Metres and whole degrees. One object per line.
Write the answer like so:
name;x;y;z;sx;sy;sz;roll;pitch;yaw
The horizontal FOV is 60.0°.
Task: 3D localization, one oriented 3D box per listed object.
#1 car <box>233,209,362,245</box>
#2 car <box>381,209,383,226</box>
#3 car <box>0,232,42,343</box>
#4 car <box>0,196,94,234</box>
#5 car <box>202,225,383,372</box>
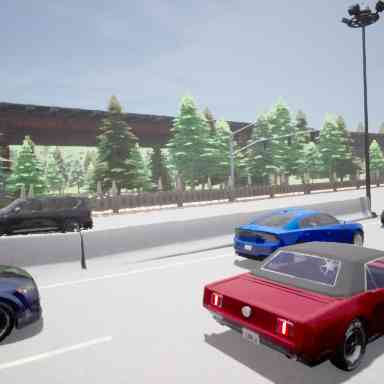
car;3.554;1.283;10.625;5.008;1.535;1.882;-3;2;-36
car;10.833;0.880;15.870;4.181;1.385;1.994;-4;2;-36
car;-4.496;1.563;4.842;4.181;1.385;1.994;0;0;-36
car;-7.548;1.224;15.816;5.566;2.045;2.150;-1;0;-36
car;2.566;1.528;5.602;4.718;1.301;1.895;-2;1;-36
